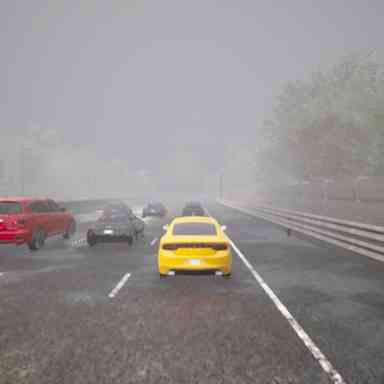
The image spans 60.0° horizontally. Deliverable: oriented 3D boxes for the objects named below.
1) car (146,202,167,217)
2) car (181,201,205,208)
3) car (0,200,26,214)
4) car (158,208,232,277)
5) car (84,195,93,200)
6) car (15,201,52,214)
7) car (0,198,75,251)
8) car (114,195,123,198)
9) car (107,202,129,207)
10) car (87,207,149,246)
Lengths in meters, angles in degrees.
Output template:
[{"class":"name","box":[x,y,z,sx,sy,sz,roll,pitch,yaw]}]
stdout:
[{"class":"car","box":[-3.407,1.639,31.028,1.994,1.385,4.181,0,0,0]},{"class":"car","box":[0.094,1.579,30.632,1.837,1.490,4.892,0,0,0]},{"class":"car","box":[-21.090,1.659,38.199,1.994,1.385,4.181,0,0,0]},{"class":"car","box":[0.083,1.500,10.339,1.882,1.535,5.008,0,0,0]},{"class":"car","box":[-24.501,1.376,79.201,1.812,1.442,4.674,0,0,0]},{"class":"car","box":[-17.595,1.693,37.199,1.895,1.301,4.718,0,0,0]},{"class":"car","box":[-6.906,1.253,14.299,2.150,2.045,5.566,0,0,0]},{"class":"car","box":[-17.501,1.524,78.589,1.812,1.442,4.674,0,0,0]},{"class":"car","box":[-6.907,1.639,31.041,1.994,1.385,4.181,0,0,0]},{"class":"car","box":[-3.407,1.598,15.567,1.994,1.385,4.181,0,0,0]}]
